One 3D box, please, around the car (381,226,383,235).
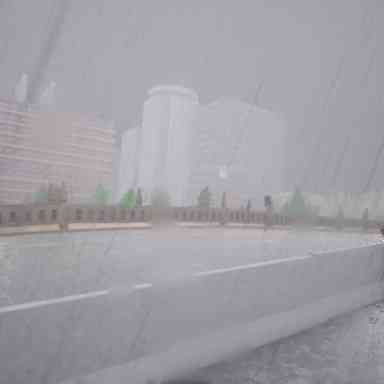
[{"bbox_3d":[19.387,3.412,30.710,4.902,1.511,2.128,6,-4,-35],"label":"car"}]
